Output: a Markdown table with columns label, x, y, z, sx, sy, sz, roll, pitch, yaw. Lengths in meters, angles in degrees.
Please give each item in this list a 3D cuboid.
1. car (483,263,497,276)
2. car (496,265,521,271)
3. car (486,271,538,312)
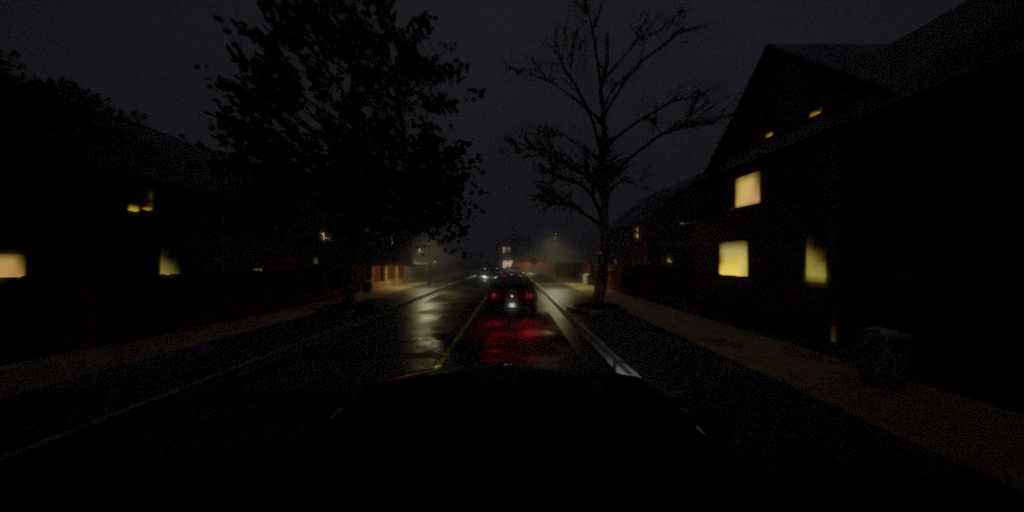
| label | x | y | z | sx | sy | sz | roll | pitch | yaw |
| --- | --- | --- | --- | --- | --- | --- | --- | --- | --- |
| car | -2.744 | 1.725 | 48.501 | 2.097 | 1.767 | 4.553 | 0 | -1 | 0 |
| car | 0.023 | 1.623 | 29.377 | 2.033 | 1.411 | 5.357 | 0 | -1 | 0 |
| car | 0.024 | 1.493 | 15.104 | 1.895 | 1.301 | 4.718 | 0 | -1 | 0 |
